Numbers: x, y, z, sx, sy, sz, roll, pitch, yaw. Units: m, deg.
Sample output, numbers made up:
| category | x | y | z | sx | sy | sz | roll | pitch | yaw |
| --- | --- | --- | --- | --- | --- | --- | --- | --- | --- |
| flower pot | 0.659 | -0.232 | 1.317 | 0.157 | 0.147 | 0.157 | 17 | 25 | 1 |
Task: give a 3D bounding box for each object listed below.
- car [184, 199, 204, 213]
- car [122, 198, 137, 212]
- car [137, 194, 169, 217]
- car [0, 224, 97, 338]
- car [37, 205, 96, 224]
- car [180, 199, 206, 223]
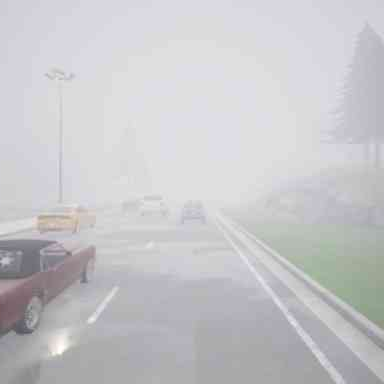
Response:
| category | x | y | z | sx | sy | sz | roll | pitch | yaw |
| --- | --- | --- | --- | --- | --- | --- | --- | --- | --- |
| car | 0.303 | 1.493 | 36.996 | 2.033 | 1.411 | 5.357 | 0 | 0 | 2 |
| car | -6.639 | 1.421 | 38.349 | 1.882 | 1.535 | 5.008 | 0 | 0 | 3 |
| car | -3.377 | 1.176 | 30.952 | 2.150 | 2.045 | 5.566 | 0 | 0 | 1 |
| car | -3.399 | 1.591 | 6.610 | 1.895 | 1.301 | 4.718 | 0 | 0 | 0 |
| car | -6.900 | 1.450 | 18.837 | 1.882 | 1.535 | 5.008 | 0 | 0 | 0 |
| car | 0.096 | 1.510 | 25.172 | 2.033 | 1.411 | 5.357 | 0 | 0 | 0 |
